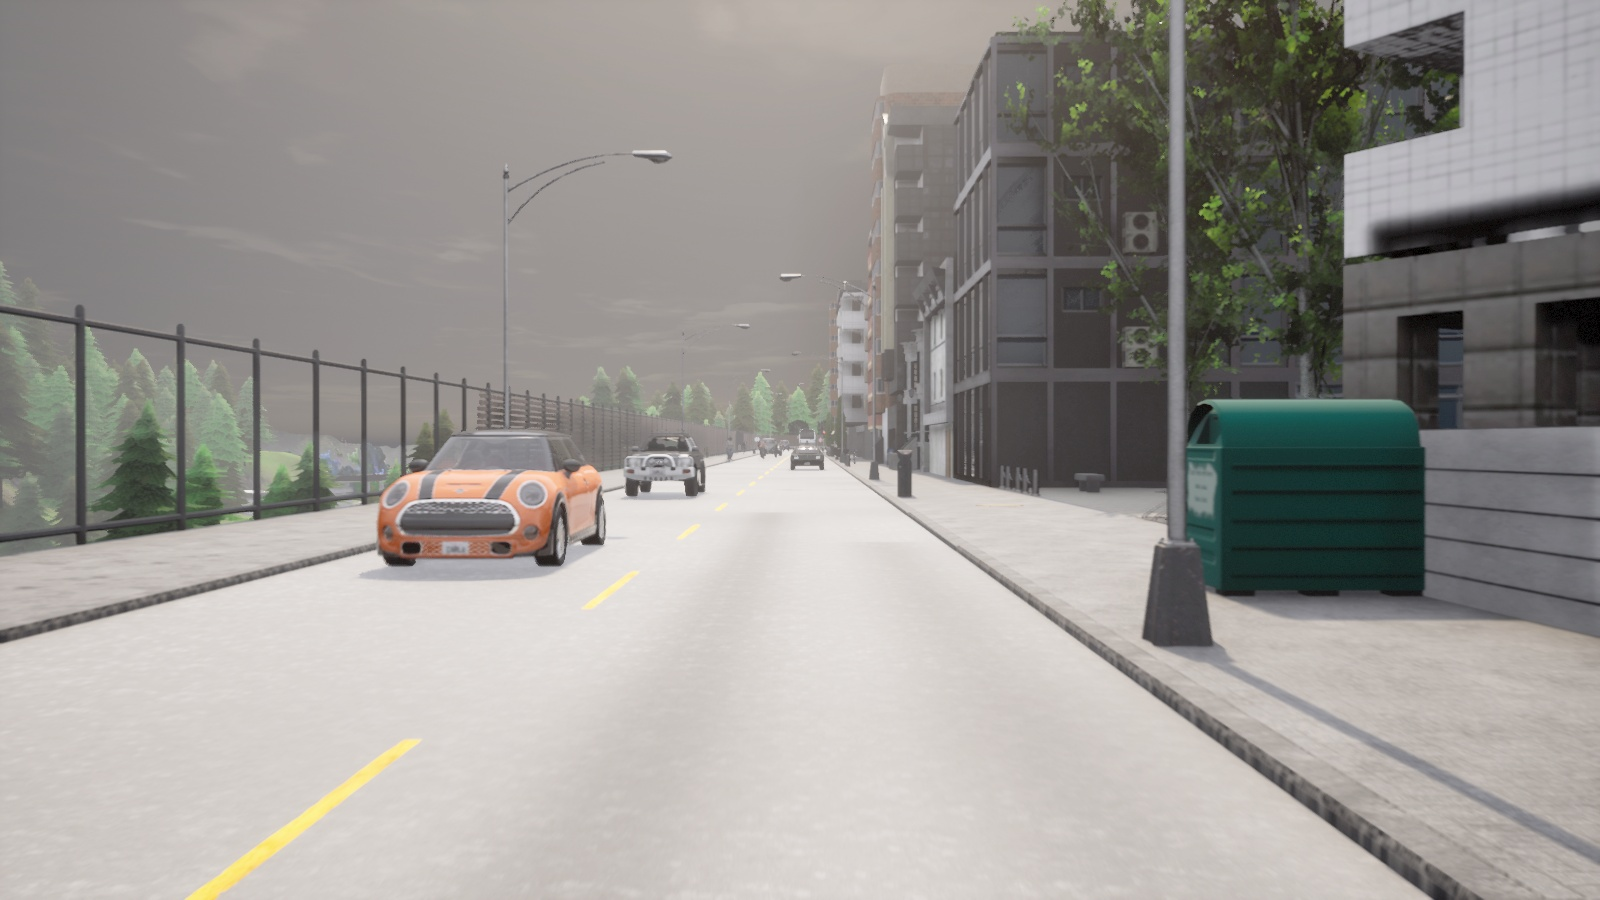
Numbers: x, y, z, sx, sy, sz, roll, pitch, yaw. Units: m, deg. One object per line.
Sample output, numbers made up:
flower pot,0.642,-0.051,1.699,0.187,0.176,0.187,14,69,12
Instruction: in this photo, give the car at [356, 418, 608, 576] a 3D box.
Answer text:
car,-3.893,0.510,16.282,2.097,1.767,4.553,0,0,0

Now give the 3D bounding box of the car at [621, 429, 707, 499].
car,-3.785,0.359,35.665,1.932,1.855,4.605,0,0,0

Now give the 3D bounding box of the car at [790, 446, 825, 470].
car,0.409,0.448,70.852,1.895,1.301,4.718,0,0,0
